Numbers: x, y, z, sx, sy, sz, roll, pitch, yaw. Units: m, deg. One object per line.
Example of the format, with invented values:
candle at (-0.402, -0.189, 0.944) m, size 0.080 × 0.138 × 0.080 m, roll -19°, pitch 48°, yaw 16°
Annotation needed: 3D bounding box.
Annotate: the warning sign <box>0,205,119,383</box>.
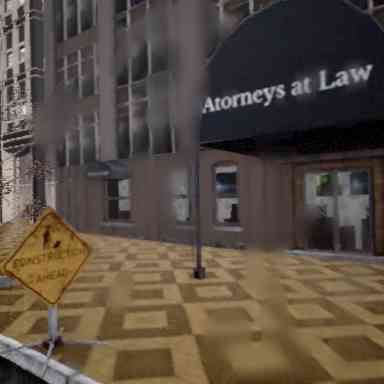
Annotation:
warning sign at (-1.843, 1.138, 4.354) m, size 1.060 × 1.860 × 1.300 m, roll -2°, pitch 0°, yaw 35°
